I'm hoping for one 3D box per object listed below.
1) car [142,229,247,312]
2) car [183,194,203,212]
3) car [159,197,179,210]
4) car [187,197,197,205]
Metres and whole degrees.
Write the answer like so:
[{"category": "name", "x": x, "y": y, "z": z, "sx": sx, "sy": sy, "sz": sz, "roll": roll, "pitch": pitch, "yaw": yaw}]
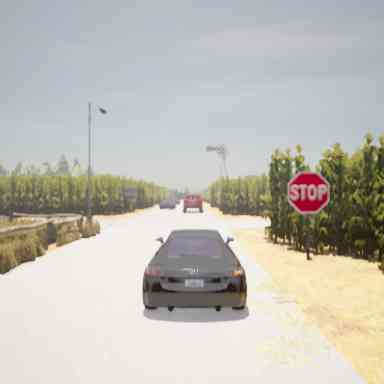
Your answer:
[{"category": "car", "x": 0.067, "y": 1.537, "z": 7.762, "sx": 1.994, "sy": 1.385, "sz": 4.181, "roll": 0, "pitch": 0, "yaw": 1}, {"category": "car", "x": 0.114, "y": 1.246, "z": 38.998, "sx": 2.150, "sy": 2.045, "sz": 5.566, "roll": 0, "pitch": 0, "yaw": 0}, {"category": "car", "x": -3.172, "y": 1.579, "z": 43.614, "sx": 1.994, "sy": 1.385, "sz": 4.181, "roll": 0, "pitch": 0, "yaw": 0}, {"category": "car", "x": 0.029, "y": 1.792, "z": 68.278, "sx": 1.882, "sy": 1.535, "sz": 5.008, "roll": 0, "pitch": -1, "yaw": 0}]
